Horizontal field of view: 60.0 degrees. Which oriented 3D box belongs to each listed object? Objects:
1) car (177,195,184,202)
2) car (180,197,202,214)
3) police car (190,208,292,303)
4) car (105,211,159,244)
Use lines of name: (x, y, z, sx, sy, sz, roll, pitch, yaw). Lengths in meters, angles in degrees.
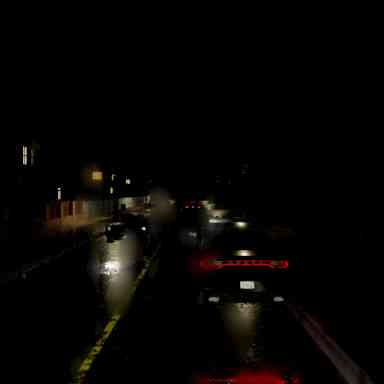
car: (-2.640, 1.464, 78.836, 1.882, 1.535, 5.008, 0, 0, 0)
car: (0.120, 1.548, 35.397, 2.033, 1.411, 5.357, 0, 0, 0)
police car: (0.972, 1.426, 8.421, 1.930, 1.638, 5.238, 0, 0, 0)
car: (-2.730, 1.603, 15.992, 1.895, 1.301, 4.718, 0, 0, 0)
